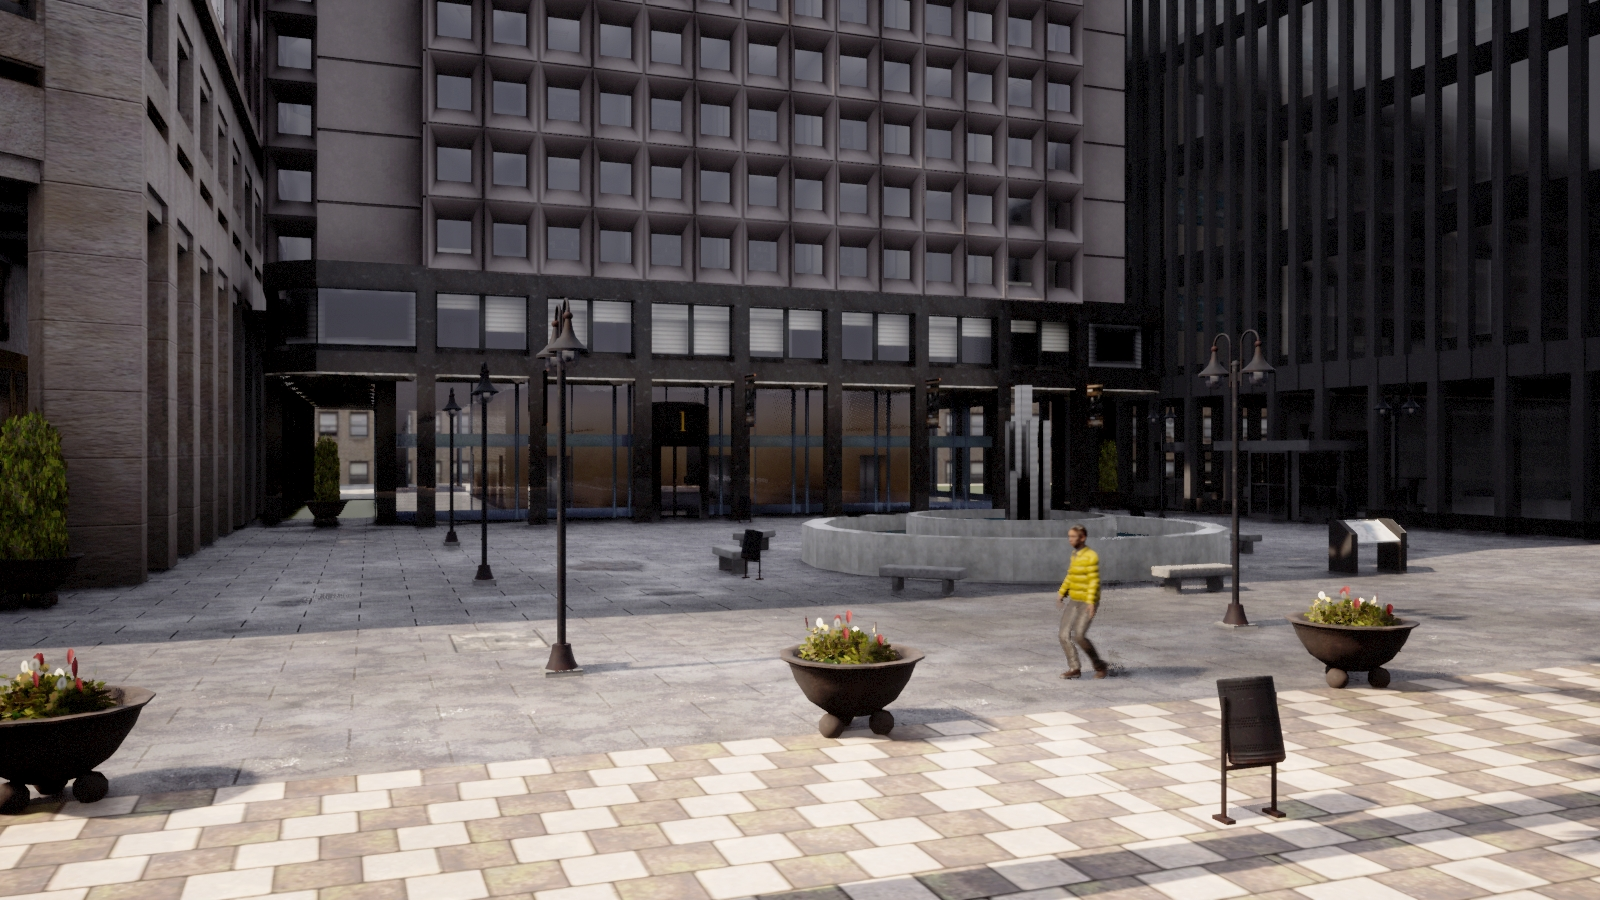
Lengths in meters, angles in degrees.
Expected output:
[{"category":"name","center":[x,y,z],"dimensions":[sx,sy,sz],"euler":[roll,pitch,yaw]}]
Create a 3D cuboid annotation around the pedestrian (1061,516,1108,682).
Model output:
[{"category":"pedestrian","center":[3.284,1.702,13.201],"dimensions":[0.375,1.860,0.375],"euler":[0,0,-20]}]
